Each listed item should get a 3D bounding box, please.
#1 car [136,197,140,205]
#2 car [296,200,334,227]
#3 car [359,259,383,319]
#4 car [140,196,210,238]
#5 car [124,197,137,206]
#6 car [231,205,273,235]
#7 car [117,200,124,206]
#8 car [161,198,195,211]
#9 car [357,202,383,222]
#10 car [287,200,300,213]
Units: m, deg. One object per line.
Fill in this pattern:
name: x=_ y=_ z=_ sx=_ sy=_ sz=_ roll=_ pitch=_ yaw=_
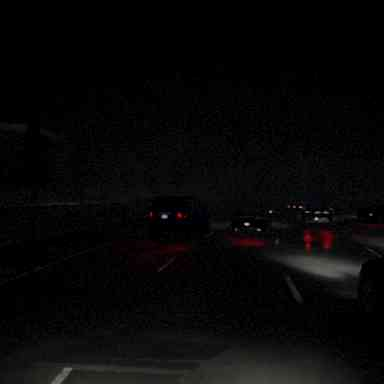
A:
car: x=-4.575 y=1.562 z=43.062 sx=1.895 sy=1.301 sz=4.718 roll=0 pitch=0 yaw=32
car: x=8.878 y=1.518 z=23.453 sx=2.128 sy=1.511 sz=4.902 roll=0 pitch=0 yaw=23
car: x=3.982 y=1.506 z=4.456 sx=2.128 sy=1.511 sz=4.902 roll=0 pitch=0 yaw=4
car: x=-0.553 y=1.213 z=17.883 sx=2.150 sy=2.045 sz=5.566 roll=0 pitch=0 yaw=15
car: x=-6.757 y=1.476 z=46.046 sx=1.812 sy=1.442 sz=4.674 roll=0 pitch=0 yaw=33
car: x=3.553 y=1.484 z=19.243 sx=1.882 sy=1.535 sz=5.008 roll=0 pitch=0 yaw=18
car: x=-8.871 y=1.419 z=49.173 sx=1.882 sy=1.535 sz=5.008 roll=0 pitch=0 yaw=35
car: x=-1.650 y=1.480 z=41.086 sx=1.837 sy=1.490 sz=4.892 roll=0 pitch=0 yaw=32
car: x=14.436 y=1.525 z=26.864 sx=1.882 sy=1.535 sz=5.008 roll=0 pitch=0 yaw=28
car: x=11.944 y=1.580 z=36.158 sx=2.033 sy=1.411 sz=5.357 roll=0 pitch=0 yaw=35
